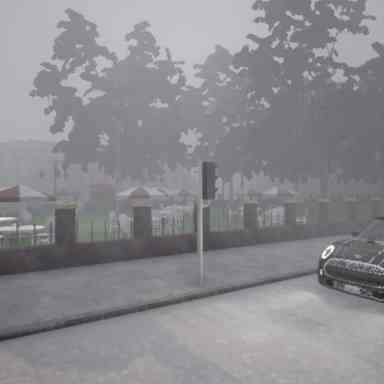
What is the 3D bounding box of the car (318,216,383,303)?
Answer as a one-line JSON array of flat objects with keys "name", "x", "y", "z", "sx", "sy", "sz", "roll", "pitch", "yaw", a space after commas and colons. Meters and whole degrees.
[{"name": "car", "x": 5.076, "y": 1.349, "z": 7.901, "sx": 4.553, "sy": 1.767, "sz": 2.097, "roll": 0, "pitch": 0, "yaw": -33}]
